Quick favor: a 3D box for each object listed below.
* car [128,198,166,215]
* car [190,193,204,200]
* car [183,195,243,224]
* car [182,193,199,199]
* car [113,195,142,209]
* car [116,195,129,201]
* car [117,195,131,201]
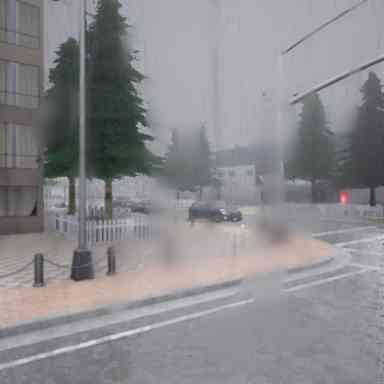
[{"bbox_3d":[-4.328,1.578,33.210,1.994,1.385,4.181,0,0,-37],"label":"car"},{"bbox_3d":[1.293,1.087,90.357,1.905,1.878,3.866,0,0,-37],"label":"car"},{"bbox_3d":[1.720,1.366,25.225,2.097,1.767,4.553,0,0,-37],"label":"car"},{"bbox_3d":[-0.793,1.107,88.292,1.932,1.855,4.605,0,0,-37],"label":"car"},{"bbox_3d":[-9.415,1.561,46.006,2.033,1.411,5.357,0,0,-37],"label":"car"},{"bbox_3d":[-17.823,1.396,85.044,1.970,1.475,3.806,0,0,-37],"label":"car"},{"bbox_3d":[-15.786,1.386,77.311,1.845,1.501,3.633,0,0,-37],"label":"car"}]
